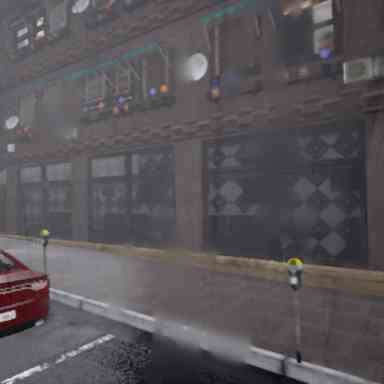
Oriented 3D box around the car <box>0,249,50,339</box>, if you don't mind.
[{"bbox_3d":[-4.311,1.550,5.799,4.507,1.381,1.887,0,-1,35],"label":"car"}]
